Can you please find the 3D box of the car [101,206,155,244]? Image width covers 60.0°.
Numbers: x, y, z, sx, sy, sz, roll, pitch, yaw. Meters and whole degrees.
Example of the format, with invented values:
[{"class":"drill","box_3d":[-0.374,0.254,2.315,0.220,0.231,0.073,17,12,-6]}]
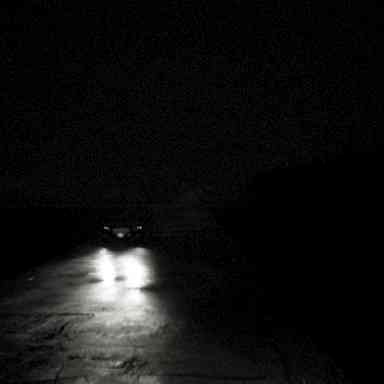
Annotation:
[{"class":"car","box_3d":[-2.845,1.446,15.665,2.128,1.511,4.902,0,0,0]}]
